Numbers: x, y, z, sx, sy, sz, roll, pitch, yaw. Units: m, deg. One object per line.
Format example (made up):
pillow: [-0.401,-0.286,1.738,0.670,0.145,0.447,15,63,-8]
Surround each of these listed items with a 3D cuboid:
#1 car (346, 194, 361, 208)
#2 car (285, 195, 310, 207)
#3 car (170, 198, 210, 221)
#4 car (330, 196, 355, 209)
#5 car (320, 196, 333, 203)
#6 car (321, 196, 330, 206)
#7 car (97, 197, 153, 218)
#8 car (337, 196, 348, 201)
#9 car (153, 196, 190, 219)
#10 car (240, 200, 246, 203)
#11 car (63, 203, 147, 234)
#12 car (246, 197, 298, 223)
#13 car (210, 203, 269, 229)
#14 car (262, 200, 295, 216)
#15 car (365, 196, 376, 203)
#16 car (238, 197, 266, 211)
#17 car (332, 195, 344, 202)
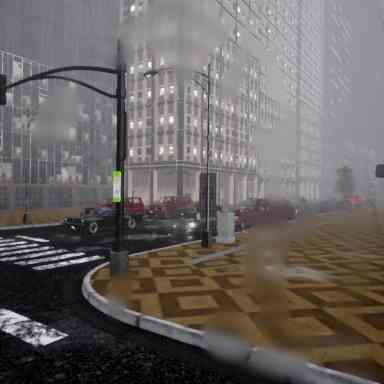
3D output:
car: [25.388,1.365,52.881,2.150,2.045,5.566,1,1,35]
car: [15.482,1.284,48.797,2.128,1.511,4.902,1,1,35]
car: [0.690,1.486,28.054,1.882,1.535,5.008,1,1,35]
car: [21.361,1.655,47.119,1.812,1.442,4.674,1,1,35]
car: [29.833,1.616,73.548,1.802,1.307,4.206,1,1,35]
car: [23.260,1.657,54.878,1.994,1.385,4.181,1,0,35]
car: [-5.498,1.275,23.794,2.192,1.841,5.009,1,0,35]
car: [39.426,1.623,87.115,1.947,1.339,4.313,1,1,35]
car: [-1.843,1.283,28.964,2.192,1.841,5.009,1,0,35]
car: [6.528,1.512,36.298,2.128,1.511,4.902,1,1,35]
car: [-5.164,1.595,19.747,1.895,1.301,4.718,1,1,35]
car: [6.712,1.409,26.966,2.192,1.841,5.009,1,0,35]
car: [3.223,1.668,22.038,1.802,1.307,4.206,1,0,35]
car: [9.132,1.629,34.891,1.994,1.385,4.181,1,1,35]
car: [39.471,1.598,73.527,1.967,1.590,4.097,1,1,35]
car: [7.659,1.430,42.293,1.967,1.590,4.097,1,0,35]
car: [36.141,1.570,82.467,1.752,1.417,4.829,1,1,35]
